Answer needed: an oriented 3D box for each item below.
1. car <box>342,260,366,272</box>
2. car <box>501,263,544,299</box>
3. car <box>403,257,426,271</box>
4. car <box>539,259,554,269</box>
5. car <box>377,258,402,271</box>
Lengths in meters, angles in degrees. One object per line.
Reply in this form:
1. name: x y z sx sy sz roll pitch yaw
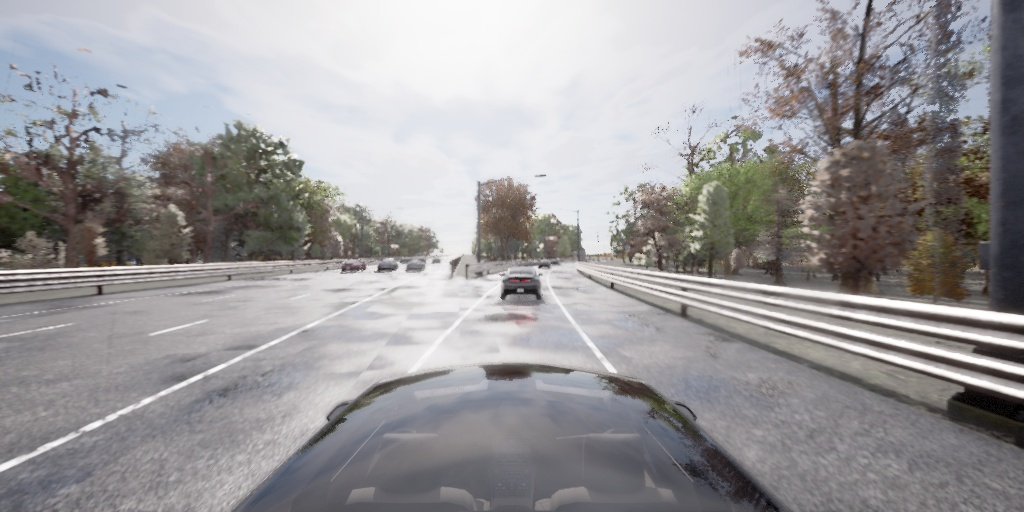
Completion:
1. car: -18.773 1.165 42.646 1.812 1.442 4.674 0 0 -8
2. car: 0.503 1.277 18.112 1.837 1.490 4.892 0 0 3
3. car: -12.036 1.188 45.083 1.994 1.385 4.181 0 0 -8
4. car: 5.627 1.356 60.717 1.837 1.490 4.892 0 -1 11
5. car: -15.597 1.191 45.306 1.994 1.385 4.181 0 0 -8
